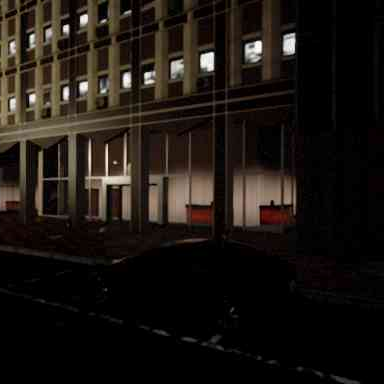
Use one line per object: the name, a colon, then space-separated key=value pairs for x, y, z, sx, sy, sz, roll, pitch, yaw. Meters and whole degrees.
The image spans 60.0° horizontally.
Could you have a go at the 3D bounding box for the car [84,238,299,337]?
car: x=-0.151 y=1.576 z=6.522 sx=4.313 sy=1.339 sz=1.947 roll=0 pitch=0 yaw=30
